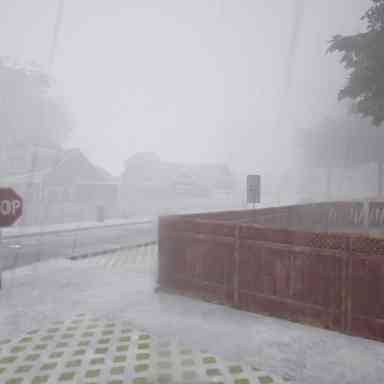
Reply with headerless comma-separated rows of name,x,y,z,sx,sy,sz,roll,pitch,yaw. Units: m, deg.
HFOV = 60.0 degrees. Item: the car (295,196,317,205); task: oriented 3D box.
car,15.698,1.353,45.659,1.837,1.490,4.892,0,0,36
